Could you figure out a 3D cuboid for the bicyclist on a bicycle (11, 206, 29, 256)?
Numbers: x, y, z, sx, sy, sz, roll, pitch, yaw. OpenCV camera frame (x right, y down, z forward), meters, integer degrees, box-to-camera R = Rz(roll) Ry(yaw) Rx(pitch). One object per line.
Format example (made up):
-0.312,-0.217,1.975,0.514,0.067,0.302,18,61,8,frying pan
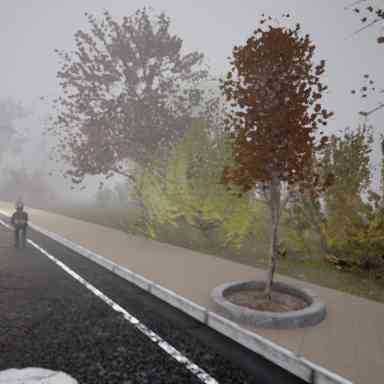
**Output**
-5.858,1.305,11.352,0.582,1.620,1.656,1,0,-35,bicyclist on a bicycle
